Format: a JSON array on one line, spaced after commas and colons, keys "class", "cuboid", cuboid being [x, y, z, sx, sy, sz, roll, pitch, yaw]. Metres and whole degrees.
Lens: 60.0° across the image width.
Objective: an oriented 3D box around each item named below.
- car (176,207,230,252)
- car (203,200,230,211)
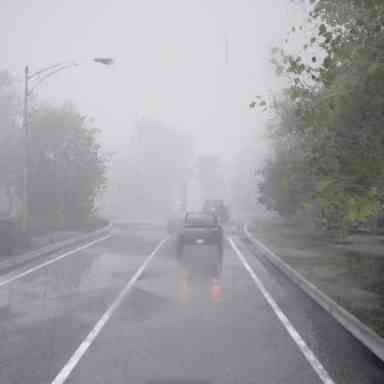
[{"class": "car", "cuboid": [0.373, 1.613, 14.507, 2.128, 1.511, 4.902, 0, -1, 2]}, {"class": "car", "cuboid": [2.334, 1.764, 31.579, 2.150, 2.045, 5.566, -1, -2, 11]}]
